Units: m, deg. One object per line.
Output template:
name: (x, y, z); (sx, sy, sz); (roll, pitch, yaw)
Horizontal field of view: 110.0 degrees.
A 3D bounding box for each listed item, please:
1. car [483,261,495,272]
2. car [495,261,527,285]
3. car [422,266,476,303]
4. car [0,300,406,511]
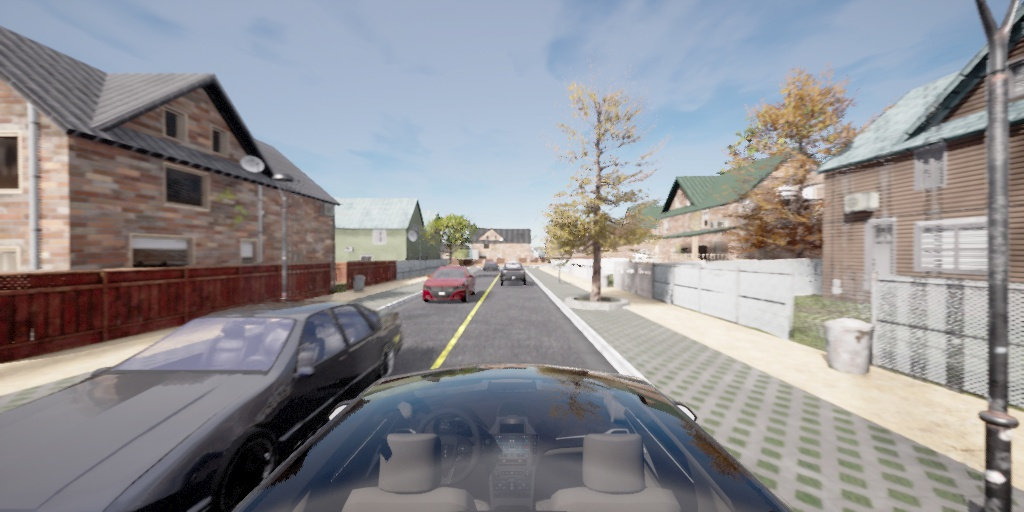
car: (-2.812, 1.391, 48.248); (1.994, 1.385, 4.181); (0, 0, 0)
car: (0.097, 1.258, 26.316); (2.128, 1.511, 4.902); (0, 0, 0)
car: (-2.817, 1.232, 16.913); (1.882, 1.535, 5.008); (0, 0, 0)
car: (-2.848, 1.299, 4.329); (2.033, 1.411, 5.357); (0, 0, 0)
